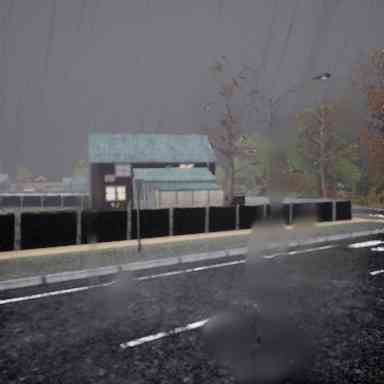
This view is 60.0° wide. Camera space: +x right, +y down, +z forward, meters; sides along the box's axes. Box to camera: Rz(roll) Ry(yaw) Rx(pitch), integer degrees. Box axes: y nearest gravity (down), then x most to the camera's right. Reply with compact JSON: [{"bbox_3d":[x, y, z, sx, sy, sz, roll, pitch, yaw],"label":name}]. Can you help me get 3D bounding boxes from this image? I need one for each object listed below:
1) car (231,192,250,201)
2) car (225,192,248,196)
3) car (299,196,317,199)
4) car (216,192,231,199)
[{"bbox_3d":[9.753,0.841,67.433,2.097,1.767,4.553,-2,1,-15],"label":"car"},{"bbox_3d":[8.297,1.152,62.183,2.033,1.411,5.357,-2,1,-15],"label":"car"},{"bbox_3d":[14.085,1.277,39.986,1.882,1.535,5.008,-2,1,-15],"label":"car"},{"bbox_3d":[7.185,0.739,77.132,1.837,1.490,4.892,-2,1,-15],"label":"car"}]
